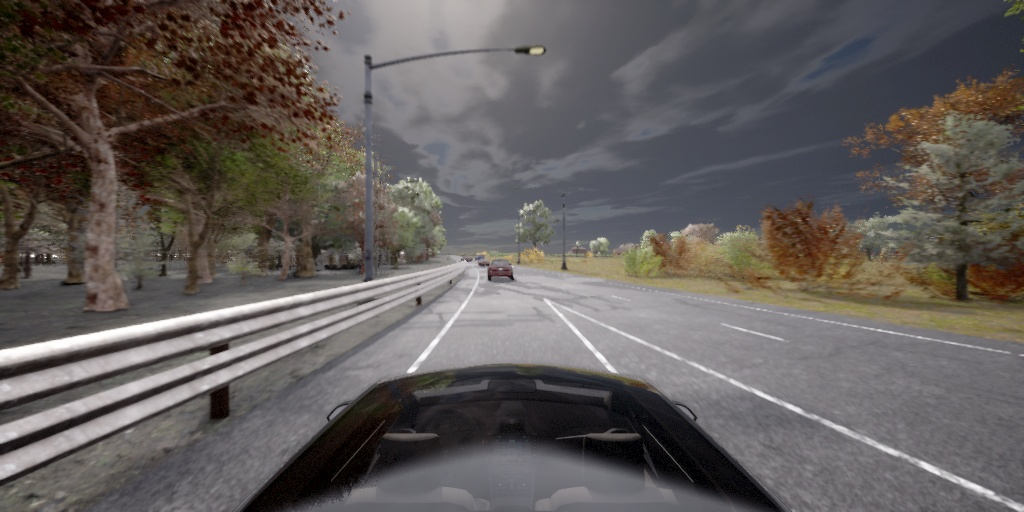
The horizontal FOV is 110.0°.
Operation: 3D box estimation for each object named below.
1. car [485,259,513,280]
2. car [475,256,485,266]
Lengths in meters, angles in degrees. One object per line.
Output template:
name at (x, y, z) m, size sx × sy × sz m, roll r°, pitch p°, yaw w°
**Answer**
car at (-1.073, 1.058, 30.995) m, size 2.097 × 1.767 × 4.553 m, roll 0°, pitch 0°, yaw -4°
car at (-5.112, 1.173, 63.700) m, size 1.895 × 1.301 × 4.718 m, roll 0°, pitch 0°, yaw -10°
